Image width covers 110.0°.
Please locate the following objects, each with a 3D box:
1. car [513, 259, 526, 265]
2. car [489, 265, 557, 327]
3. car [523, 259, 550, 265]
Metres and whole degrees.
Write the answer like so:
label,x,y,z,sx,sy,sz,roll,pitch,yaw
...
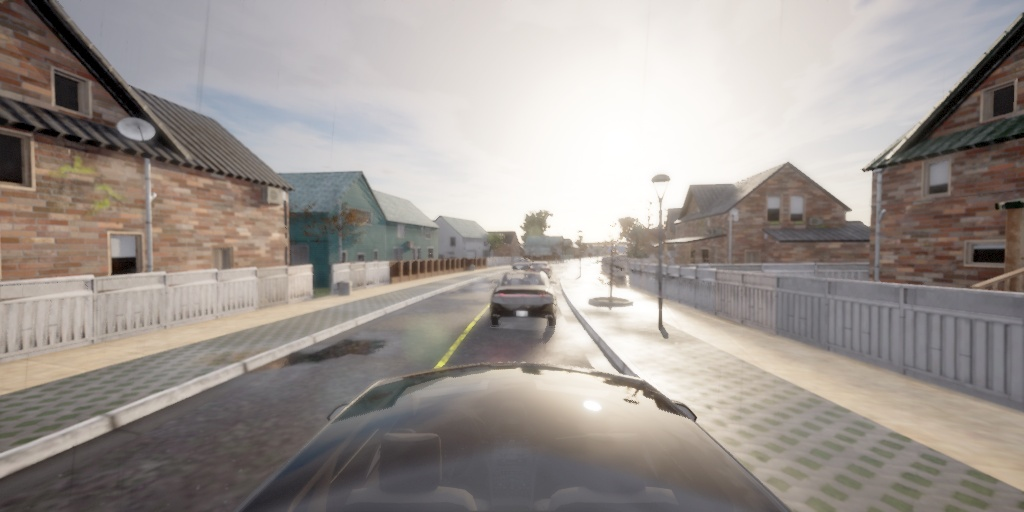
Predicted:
label,x,y,z,sx,sy,sz,roll,pitch,yaw
car,1.260,1.084,40.556,2.128,1.511,4.902,0,0,12
car,0.412,1.216,11.425,2.128,1.511,4.902,0,0,4
car,2.549,1.197,31.279,2.033,1.411,5.357,0,0,9
